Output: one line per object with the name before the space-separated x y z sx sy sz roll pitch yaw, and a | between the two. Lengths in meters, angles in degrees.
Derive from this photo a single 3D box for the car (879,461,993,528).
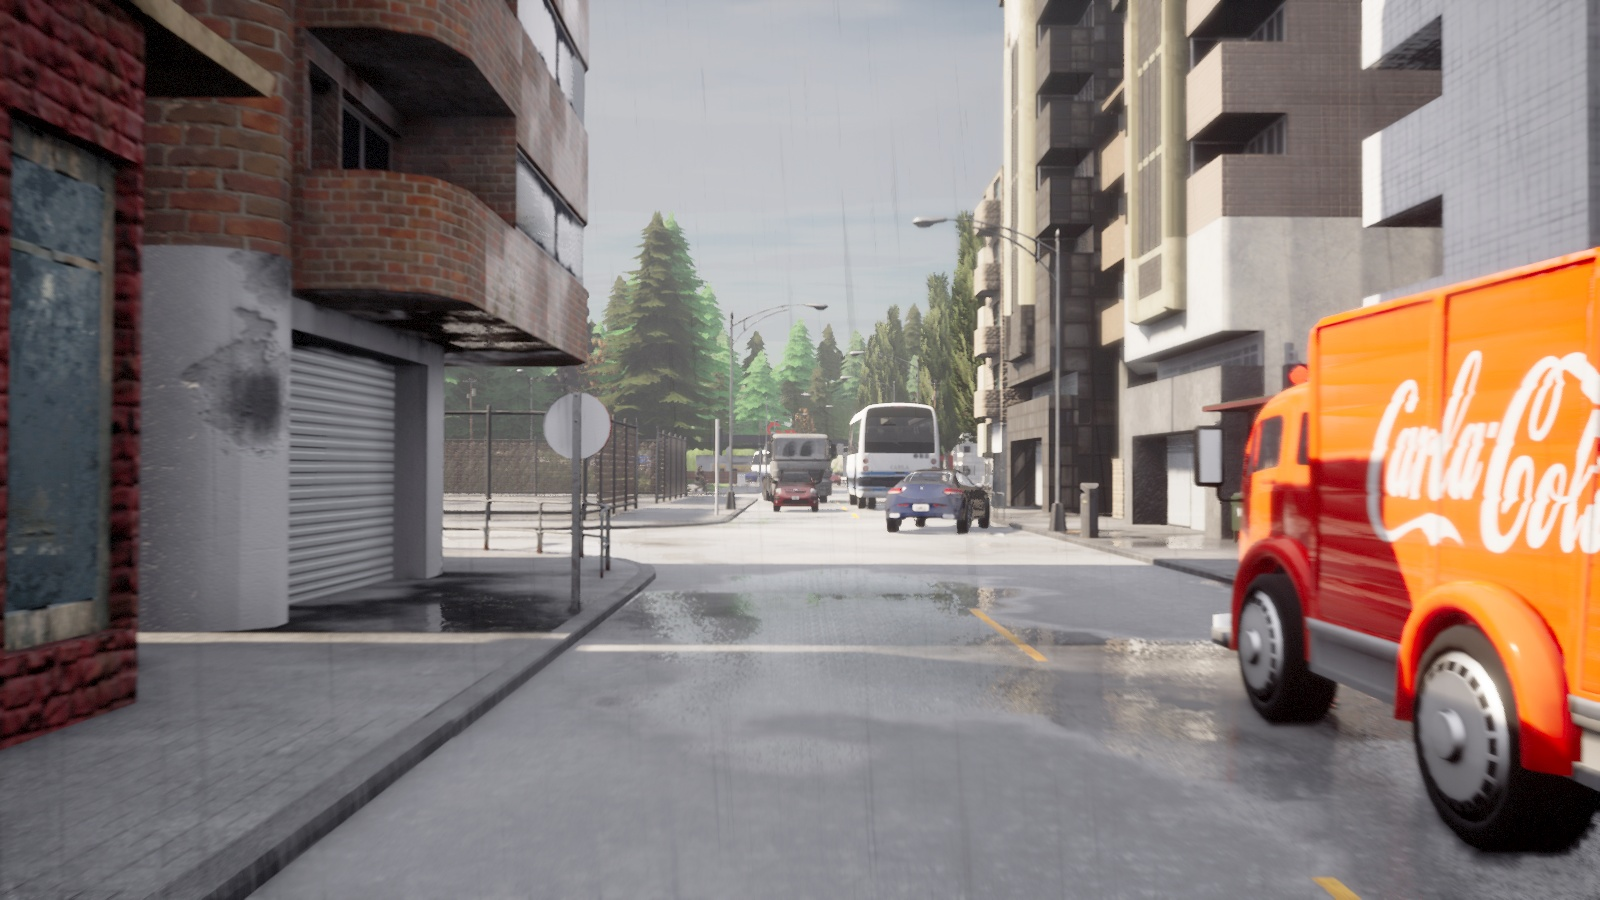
car | 3.742 1.135 33.627 2.152 1.651 5.027 0 -1 17

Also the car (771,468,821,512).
car | -0.142 1.525 48.975 1.851 1.617 3.988 0 -1 0

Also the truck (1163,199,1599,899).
truck | 3.994 0.420 6.549 2.627 2.467 5.204 0 -1 -1

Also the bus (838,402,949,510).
bus | 3.839 0.328 54.653 3.944 4.253 10.273 0 -1 -1

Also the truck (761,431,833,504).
truck | -0.251 0.881 63.247 2.891 3.462 7.936 0 -1 -5
